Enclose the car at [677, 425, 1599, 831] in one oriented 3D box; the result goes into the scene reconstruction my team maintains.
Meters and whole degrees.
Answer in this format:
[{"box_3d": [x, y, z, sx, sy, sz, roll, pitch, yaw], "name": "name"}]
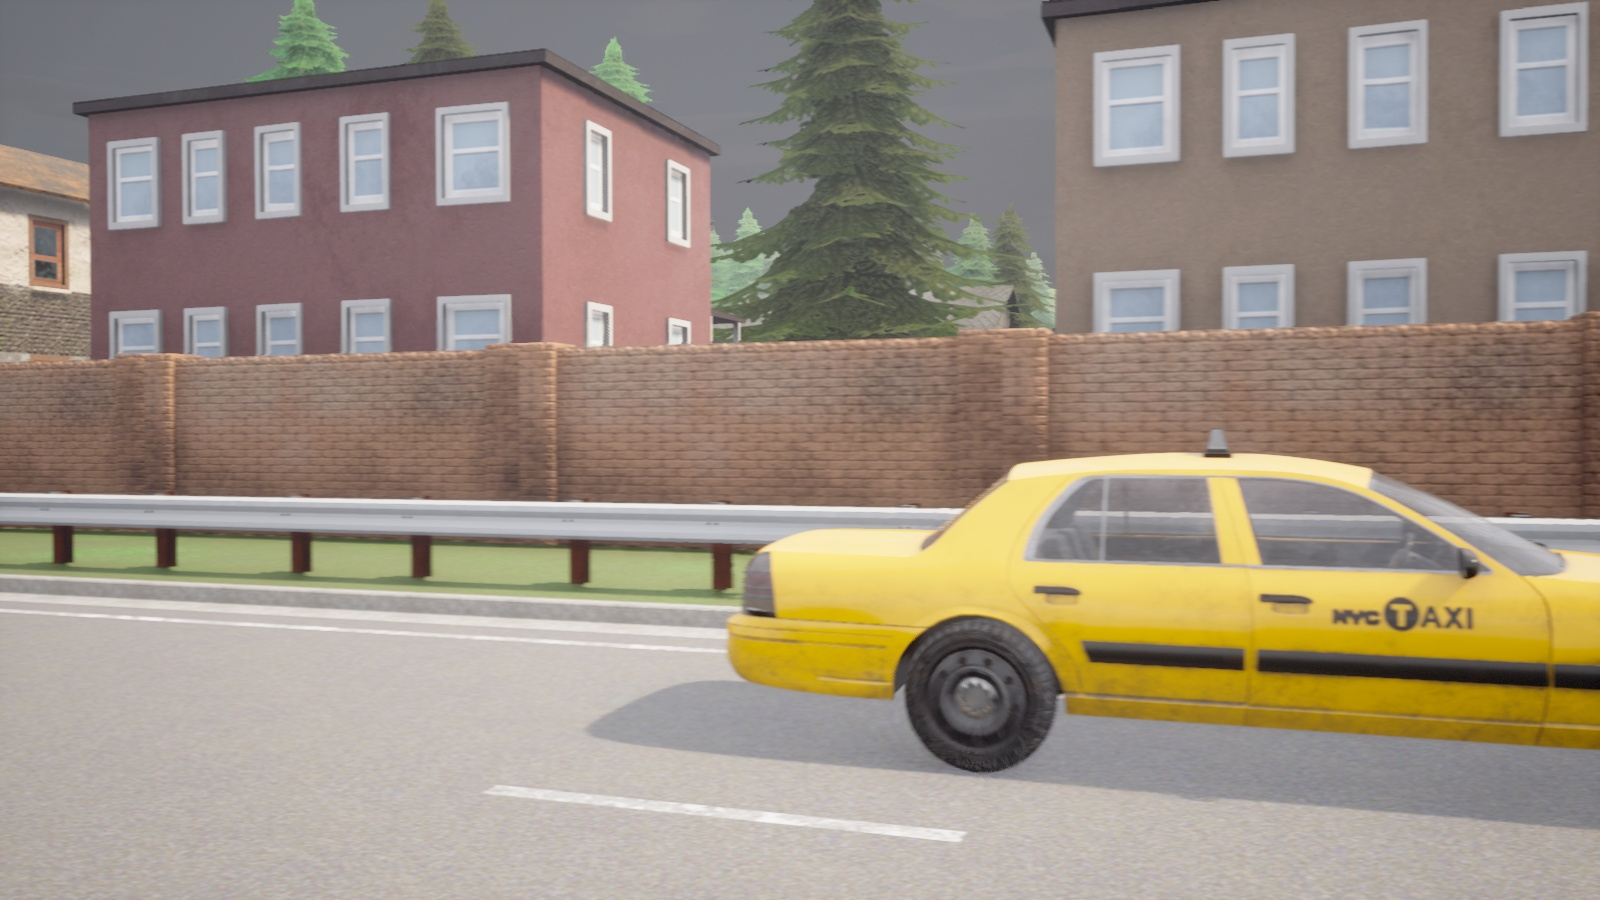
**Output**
[{"box_3d": [2.231, 0.676, 6.134, 5.366, 1.575, 1.801, 1, 1, 19], "name": "car"}]
